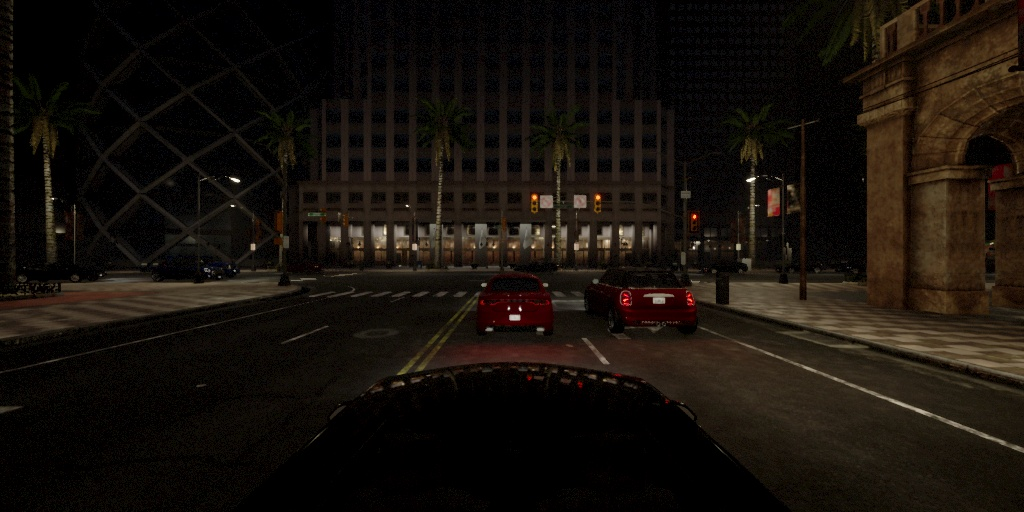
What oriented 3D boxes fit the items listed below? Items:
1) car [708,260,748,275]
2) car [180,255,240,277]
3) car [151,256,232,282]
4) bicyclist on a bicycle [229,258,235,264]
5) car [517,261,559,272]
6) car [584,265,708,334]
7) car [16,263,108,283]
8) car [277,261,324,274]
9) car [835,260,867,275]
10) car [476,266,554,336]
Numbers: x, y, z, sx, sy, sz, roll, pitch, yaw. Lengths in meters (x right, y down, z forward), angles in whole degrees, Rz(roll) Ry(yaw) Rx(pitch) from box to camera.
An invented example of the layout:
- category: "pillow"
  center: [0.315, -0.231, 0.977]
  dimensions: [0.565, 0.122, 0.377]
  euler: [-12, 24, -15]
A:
- category: "car"
  center: [23.165, 1.251, 39.418]
  dimensions: [4.892, 1.490, 1.837]
  euler: [-1, 0, 0]
- category: "car"
  center: [-27.667, 0.971, 32.048]
  dimensions: [5.566, 2.045, 2.150]
  euler: [0, 0, -3]
- category: "car"
  center: [-25.627, 1.102, 28.553]
  dimensions: [4.553, 1.767, 2.097]
  euler: [0, 0, -3]
- category: "bicyclist on a bicycle"
  center: [-35.747, 1.050, 45.753]
  dimensions: [0.582, 1.620, 1.656]
  euler: [0, 0, -12]
- category: "car"
  center: [2.675, 1.241, 39.481]
  dimensions: [4.902, 1.511, 2.128]
  euler: [0, 0, 0]
- category: "car"
  center: [3.582, 1.102, 10.835]
  dimensions: [2.097, 1.767, 4.553]
  euler: [0, 0, 0]
- category: "car"
  center: [-34.420, 1.255, 27.227]
  dimensions: [4.892, 1.490, 1.837]
  euler: [0, 0, -19]
- category: "car"
  center: [-23.229, 1.276, 39.523]
  dimensions: [4.674, 1.442, 1.812]
  euler: [0, 0, 0]
- category: "car"
  center: [38.391, 1.227, 39.366]
  dimensions: [5.008, 1.535, 1.882]
  euler: [0, 0, 0]
- category: "car"
  center: [0.081, 1.228, 10.494]
  dimensions: [1.882, 1.535, 5.008]
  euler: [0, 0, 0]
